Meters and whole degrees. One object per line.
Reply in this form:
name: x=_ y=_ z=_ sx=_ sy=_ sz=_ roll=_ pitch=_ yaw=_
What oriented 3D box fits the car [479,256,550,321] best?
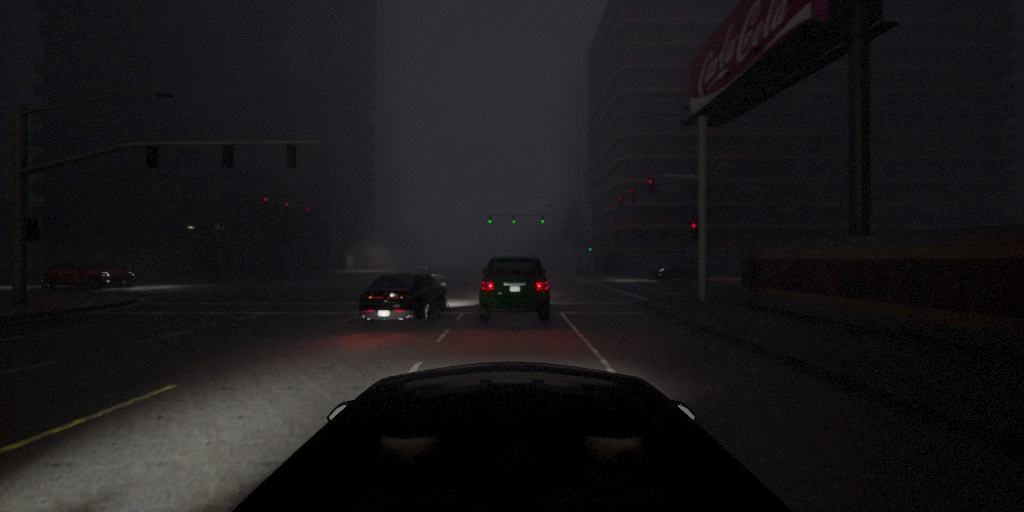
car: x=0.083 y=1.013 z=12.705 sx=2.150 sy=2.045 sz=5.566 roll=0 pitch=0 yaw=0

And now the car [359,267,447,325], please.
car: x=-3.412 y=1.292 z=11.993 sx=1.837 sy=1.490 sz=4.892 roll=0 pitch=0 yaw=0

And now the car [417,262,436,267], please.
car: x=-10.488 y=1.426 z=43.591 sx=1.812 sy=1.442 sz=4.674 roll=0 pitch=0 yaw=0

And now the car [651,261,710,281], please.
car: x=14.595 y=1.208 z=31.300 sx=4.553 sy=1.767 sz=2.097 roll=0 pitch=0 yaw=0

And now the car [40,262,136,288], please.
car: x=-28.071 y=1.182 z=23.874 sx=4.553 sy=1.767 sz=2.097 roll=0 pitch=0 yaw=0
